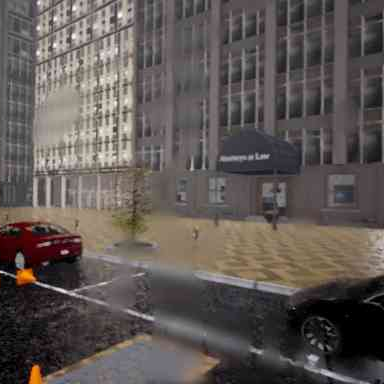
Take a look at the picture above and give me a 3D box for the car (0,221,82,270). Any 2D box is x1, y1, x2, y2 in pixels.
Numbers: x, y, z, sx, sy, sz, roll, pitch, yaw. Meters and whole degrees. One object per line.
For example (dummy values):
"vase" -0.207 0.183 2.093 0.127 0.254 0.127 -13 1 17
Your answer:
"car" -5.566 1.658 11.221 4.507 1.381 1.887 0 0 37

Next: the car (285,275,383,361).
"car" 3.463 1.656 4.452 4.313 1.339 1.947 0 0 37

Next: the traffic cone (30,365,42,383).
"traffic cone" -1.524 1.992 3.238 0.340 0.580 0.340 0 -1 37
